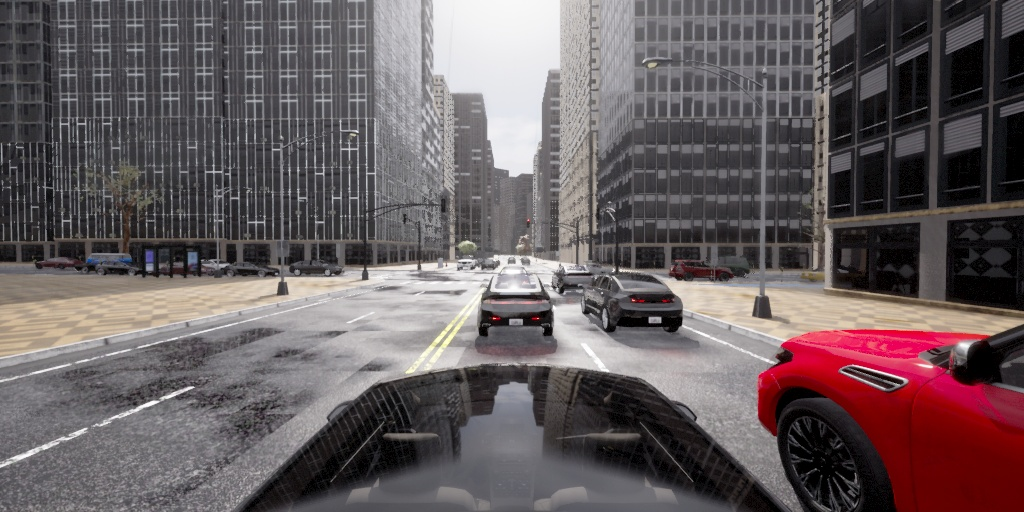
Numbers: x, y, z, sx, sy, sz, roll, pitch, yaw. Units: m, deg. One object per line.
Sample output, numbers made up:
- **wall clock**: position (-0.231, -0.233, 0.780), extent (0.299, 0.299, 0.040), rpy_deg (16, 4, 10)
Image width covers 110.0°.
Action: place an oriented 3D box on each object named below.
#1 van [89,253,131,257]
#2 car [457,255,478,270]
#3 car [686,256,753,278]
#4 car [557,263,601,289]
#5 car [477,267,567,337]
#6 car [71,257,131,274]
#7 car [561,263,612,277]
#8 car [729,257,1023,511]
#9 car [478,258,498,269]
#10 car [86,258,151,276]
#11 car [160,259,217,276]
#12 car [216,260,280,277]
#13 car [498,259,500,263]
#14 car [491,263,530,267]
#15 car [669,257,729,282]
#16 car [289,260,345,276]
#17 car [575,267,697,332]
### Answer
- **van**: position (-45.325, 0.604, 40.339), extent (3.998, 1.789, 1.690), rpy_deg (0, 0, 1)
- **car**: position (-6.638, 0.935, 52.526), extent (2.150, 2.045, 5.566), rpy_deg (0, 0, 0)
- **car**: position (21.107, 1.127, 36.598), extent (5.566, 2.045, 2.150), rpy_deg (1, 1, 1)
- **car**: position (3.333, 1.232, 20.046), extent (2.128, 1.511, 4.902), rpy_deg (0, 0, 0)
- **car**: position (0.091, 1.238, 10.303), extent (2.128, 1.511, 4.902), rpy_deg (0, 0, 0)
- **car**: position (-38.615, 1.020, 34.416), extent (4.718, 1.301, 1.895), rpy_deg (1, 1, 1)
- **car**: position (7.520, 1.393, 36.346), extent (4.718, 1.301, 1.895), rpy_deg (0, 1, -7)
- **car**: position (3.348, 0.972, 0.934), extent (2.150, 2.045, 5.566), rpy_deg (0, 0, 0)
- **car**: position (-3.388, 1.192, 52.077), extent (1.882, 1.535, 5.008), rpy_deg (0, 0, 0)
- **car**: position (-34.125, 1.069, 31.690), extent (4.313, 1.339, 1.948), rpy_deg (0, 0, 1)
- **car**: position (-28.445, 1.138, 31.522), extent (4.207, 1.307, 1.802), rpy_deg (0, 0, 1)
- **car**: position (-22.760, 1.173, 31.394), extent (4.313, 1.339, 1.948), rpy_deg (0, 0, 1)
- **car**: position (-3.390, 1.267, 61.663), extent (1.994, 1.385, 4.181), rpy_deg (0, 0, 0)
- **car**: position (0.083, 1.288, 20.038), extent (2.033, 1.411, 5.357), rpy_deg (0, 0, 0)
- **car**: position (16.165, 1.269, 30.904), extent (5.009, 1.841, 2.192), rpy_deg (0, 0, 1)
- **car**: position (-18.439, 1.108, 34.000), extent (4.892, 1.490, 1.837), rpy_deg (1, 1, 2)
- **car**: position (3.340, 1.251, 10.798), extent (1.837, 1.490, 4.892), rpy_deg (0, 0, 0)
